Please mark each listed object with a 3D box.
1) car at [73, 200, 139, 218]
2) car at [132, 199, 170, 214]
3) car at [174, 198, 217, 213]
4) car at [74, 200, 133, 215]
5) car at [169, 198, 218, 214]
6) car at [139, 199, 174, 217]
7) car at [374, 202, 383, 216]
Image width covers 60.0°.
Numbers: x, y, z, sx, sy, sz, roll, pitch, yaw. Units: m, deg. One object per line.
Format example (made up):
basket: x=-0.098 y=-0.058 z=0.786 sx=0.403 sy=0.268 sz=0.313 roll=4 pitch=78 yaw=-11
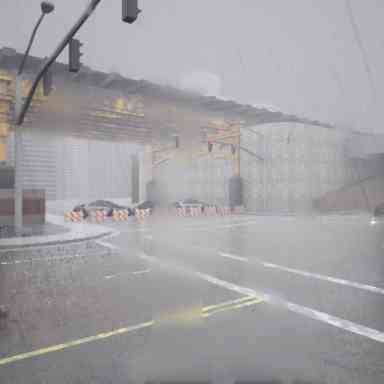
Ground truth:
car: x=-7.544 y=1.453 z=28.798 sx=4.974 sy=1.542 sz=2.038 roll=0 pitch=0 yaw=8
car: x=-3.784 y=1.295 z=31.535 sx=1.853 sy=1.218 sz=4.536 roll=0 pitch=0 yaw=18
car: x=0.056 y=1.295 z=35.241 sx=4.536 sy=1.218 sz=1.853 roll=0 pitch=0 yaw=-7
car: x=-7.595 y=1.295 z=28.805 sx=4.536 sy=1.218 sz=1.853 roll=0 pitch=0 yaw=8
car: x=0.108 y=1.453 z=35.247 sx=4.974 sy=1.542 sz=2.038 roll=0 pitch=0 yaw=-7
car: x=-3.800 y=1.453 z=31.485 sx=2.038 sy=1.542 sz=4.974 roll=0 pitch=0 yaw=18
car: x=19.020 y=1.478 z=31.348 sx=5.008 sy=1.535 sz=1.882 roll=0 pitch=0 yaw=-37
